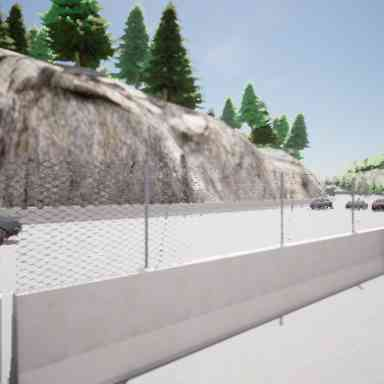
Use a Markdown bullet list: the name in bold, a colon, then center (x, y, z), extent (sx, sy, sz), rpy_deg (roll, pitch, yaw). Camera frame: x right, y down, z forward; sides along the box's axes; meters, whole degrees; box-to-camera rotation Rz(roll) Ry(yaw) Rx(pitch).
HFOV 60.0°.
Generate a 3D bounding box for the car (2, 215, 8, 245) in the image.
- **car**: center (-8.798, 1.630, 10.672), extent (4.718, 1.301, 1.895), rpy_deg (0, 0, -36)

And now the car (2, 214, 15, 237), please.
- **car**: center (-9.932, 1.528, 14.185), extent (4.902, 1.511, 2.128), rpy_deg (0, 0, -36)
